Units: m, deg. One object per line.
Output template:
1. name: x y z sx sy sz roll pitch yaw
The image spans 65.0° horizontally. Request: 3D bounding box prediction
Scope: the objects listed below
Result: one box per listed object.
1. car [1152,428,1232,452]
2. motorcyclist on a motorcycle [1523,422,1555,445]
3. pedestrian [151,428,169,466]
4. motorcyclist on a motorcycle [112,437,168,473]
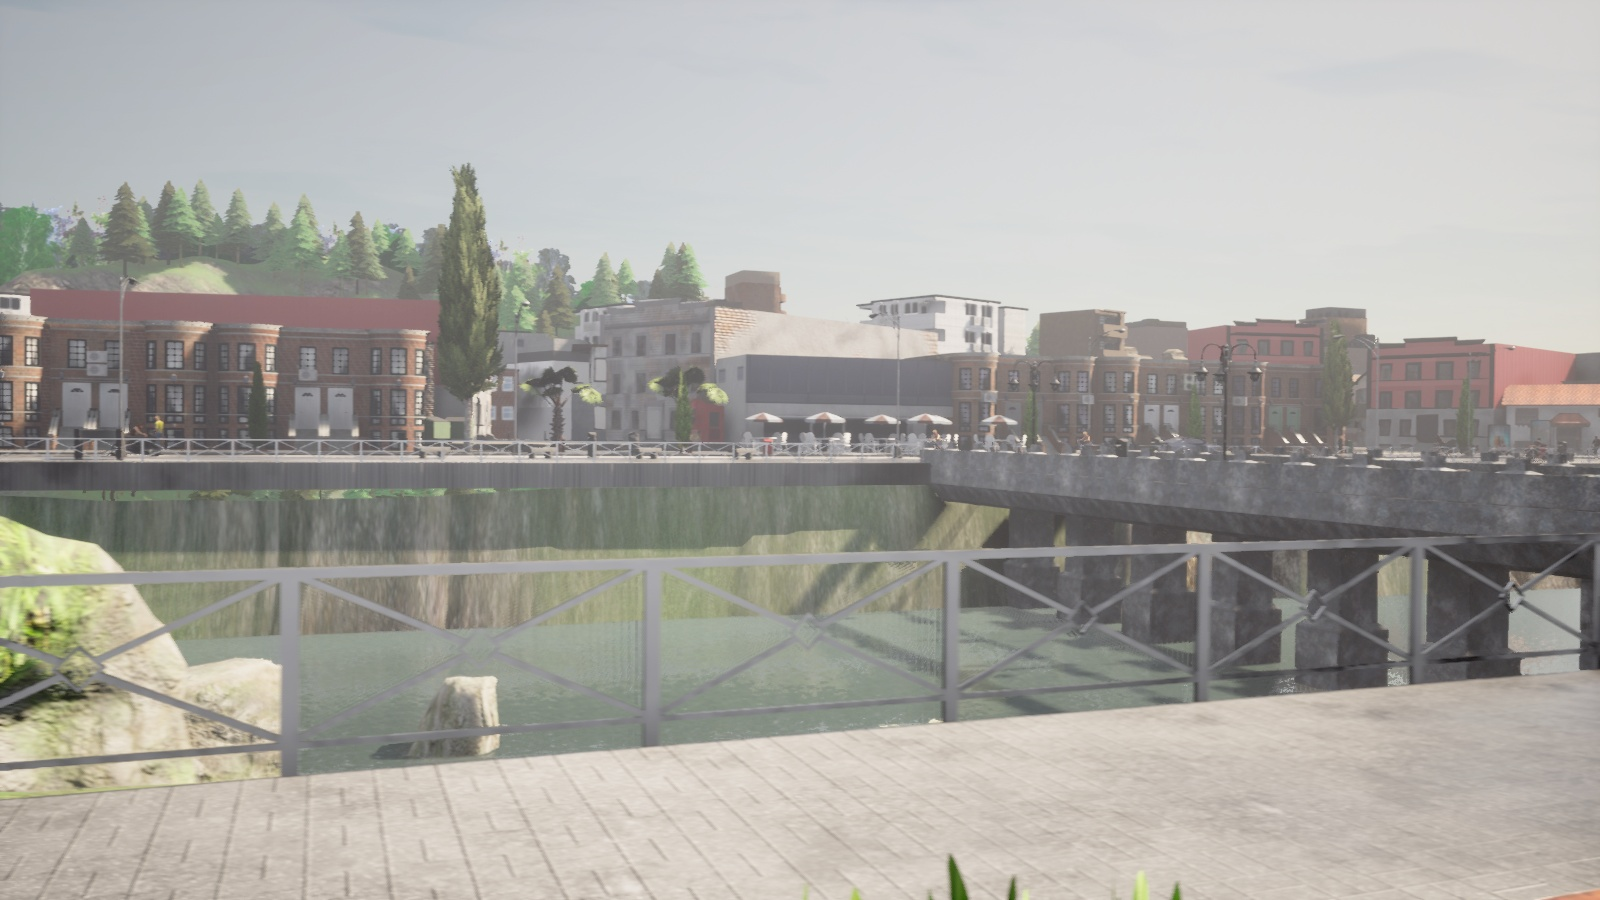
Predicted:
1. car: 23.189 -0.597 74.275 4.181 1.385 1.994 -1 1 -21
2. motorcyclist on a motorcycle: 49.619 -1.128 84.317 2.044 1.523 0.797 -1 1 -21
3. pedestrian: -31.556 -0.158 61.925 0.706 1.836 0.354 0 1 9
4. motorcyclist on a motorcycle: -28.655 0.202 54.575 2.044 1.523 0.797 -1 1 -21
